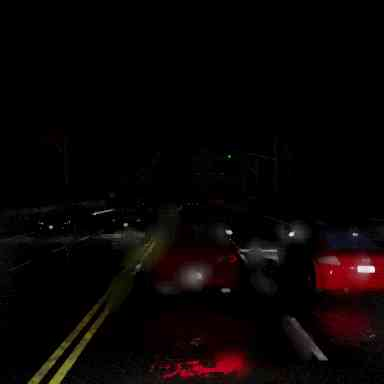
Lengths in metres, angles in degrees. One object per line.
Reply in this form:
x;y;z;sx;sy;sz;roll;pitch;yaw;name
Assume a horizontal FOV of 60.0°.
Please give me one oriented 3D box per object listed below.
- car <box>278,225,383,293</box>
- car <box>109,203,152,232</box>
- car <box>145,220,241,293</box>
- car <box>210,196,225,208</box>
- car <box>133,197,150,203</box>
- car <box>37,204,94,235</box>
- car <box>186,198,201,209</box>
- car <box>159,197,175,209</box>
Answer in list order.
3.657;1.565;8.872;1.994;1.385;4.181;0;0;2;car
-3.561;1.566;19.842;1.994;1.385;4.181;0;0;0;car
0.101;1.478;8.884;1.882;1.535;5.008;0;0;0;car
3.726;1.357;49.192;2.097;1.767;4.553;0;0;1;car
-6.965;1.511;45.976;1.837;1.490;4.892;0;-1;1;car
-7.063;1.507;19.082;1.837;1.490;4.892;0;0;0;car
0.190;1.552;44.765;2.033;1.411;5.357;0;0;0;car
-3.459;1.511;46.722;1.837;1.490;4.892;0;-1;1;car
